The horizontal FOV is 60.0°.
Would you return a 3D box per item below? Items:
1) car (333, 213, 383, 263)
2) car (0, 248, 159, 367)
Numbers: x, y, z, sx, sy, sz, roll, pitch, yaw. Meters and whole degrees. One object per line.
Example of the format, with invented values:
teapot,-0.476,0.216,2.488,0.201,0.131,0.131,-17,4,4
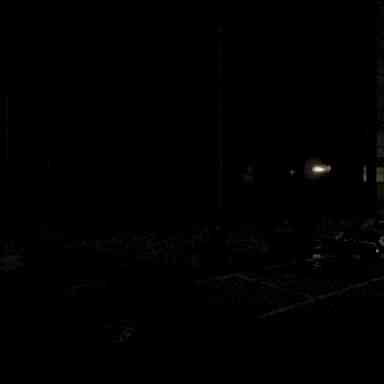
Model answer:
car,6.614,1.442,11.334,4.097,1.590,1.967,0,0,-36
car,-2.524,1.575,4.725,4.313,1.339,1.947,0,0,-36
